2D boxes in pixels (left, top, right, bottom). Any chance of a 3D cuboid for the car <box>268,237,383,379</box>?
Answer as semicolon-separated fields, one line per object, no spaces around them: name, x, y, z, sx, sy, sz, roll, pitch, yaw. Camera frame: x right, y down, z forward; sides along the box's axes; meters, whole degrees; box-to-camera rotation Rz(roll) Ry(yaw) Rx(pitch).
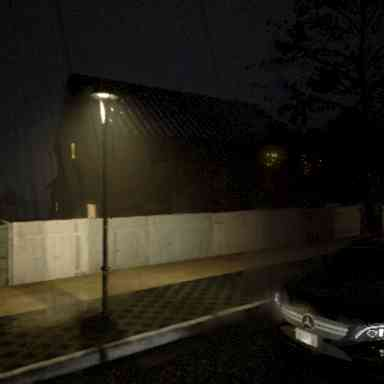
car;3.283;1.513;5.400;4.674;1.442;1.812;0;0;-36
